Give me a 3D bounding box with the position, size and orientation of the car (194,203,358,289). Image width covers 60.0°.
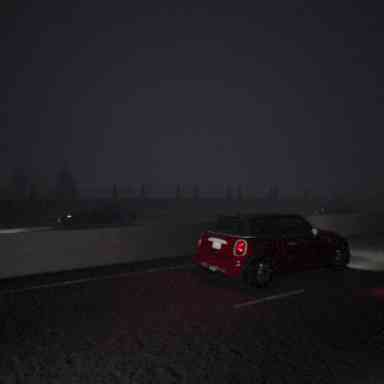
[{"bbox_3d":[2.379,1.335,9.344,4.553,1.767,2.097,0,0,-34],"label":"car"}]

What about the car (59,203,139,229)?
[{"bbox_3d":[-5.792,1.431,21.040,4.902,1.511,2.128,0,0,-33],"label":"car"}]

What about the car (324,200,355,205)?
[{"bbox_3d":[12.099,1.470,28.366,4.902,1.511,2.128,0,0,-33],"label":"car"}]
